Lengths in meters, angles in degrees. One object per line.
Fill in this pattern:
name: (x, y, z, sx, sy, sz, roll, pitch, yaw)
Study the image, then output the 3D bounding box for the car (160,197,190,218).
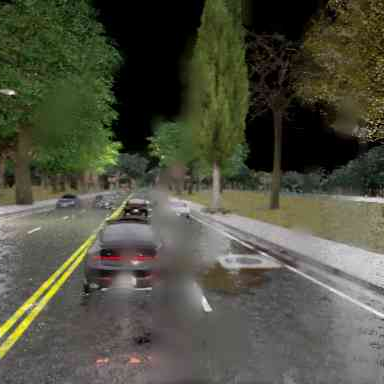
car: (-1.386, 1.425, 27.836, 1.895, 1.301, 4.718, 2, 0, -9)

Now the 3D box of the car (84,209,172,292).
car: (-1.591, 1.423, 8.683, 1.837, 1.490, 4.892, 2, 0, -9)

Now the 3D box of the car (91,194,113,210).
car: (-9.139, 1.032, 34.068, 1.837, 1.490, 4.892, 2, 1, -9)

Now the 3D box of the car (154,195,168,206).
car: (-3.963, 1.107, 43.958, 2.128, 1.511, 4.902, 2, 1, -9)

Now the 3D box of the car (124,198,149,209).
car: (-4.546, 1.203, 27.155, 1.882, 1.535, 5.008, 2, 0, -9)

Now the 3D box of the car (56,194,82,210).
car: (-12.349, 0.952, 33.563, 1.812, 1.442, 4.674, 2, 0, -9)
